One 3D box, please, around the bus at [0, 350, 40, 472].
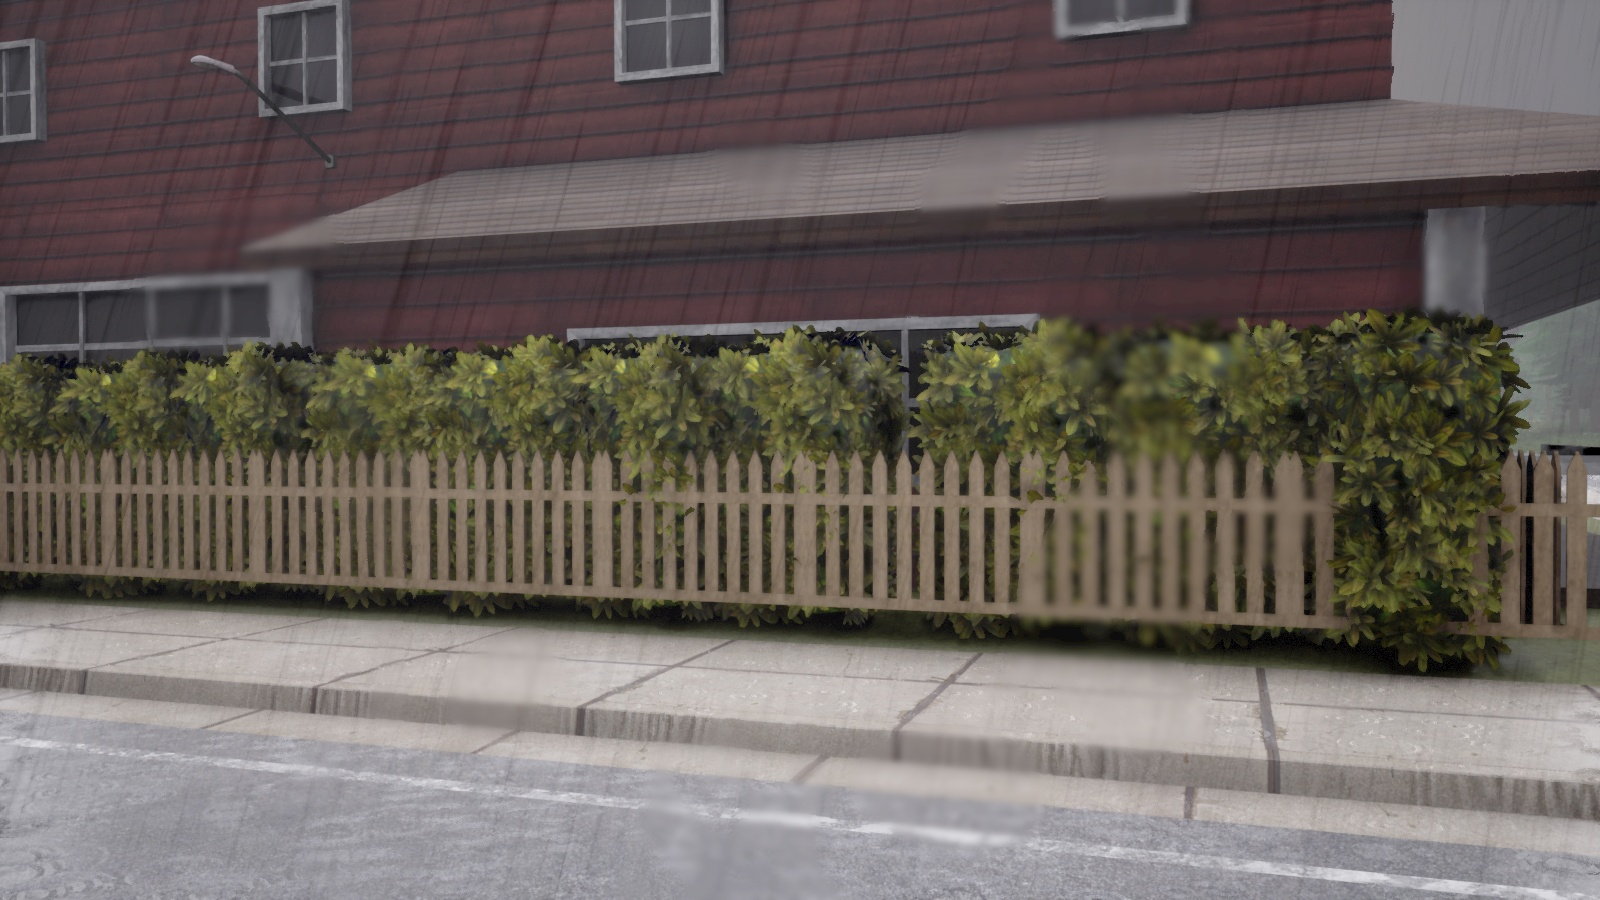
[{"bbox_3d":[-30.920,-1.323,41.058,3.944,4.253,10.273,1,1,18],"label":"bus"}]
